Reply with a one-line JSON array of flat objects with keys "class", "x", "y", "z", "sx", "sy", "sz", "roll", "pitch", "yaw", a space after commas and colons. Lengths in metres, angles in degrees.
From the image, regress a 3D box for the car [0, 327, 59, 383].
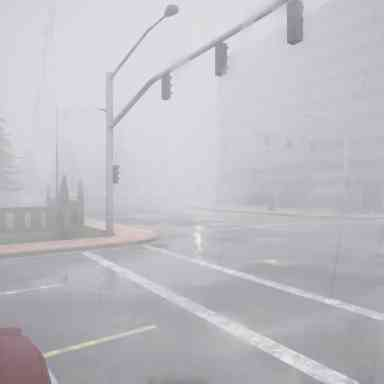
[{"class": "car", "x": -3.096, "y": 1.601, "z": 1.571, "sx": 4.718, "sy": 1.301, "sz": 1.895, "roll": 0, "pitch": 0, "yaw": -35}]
